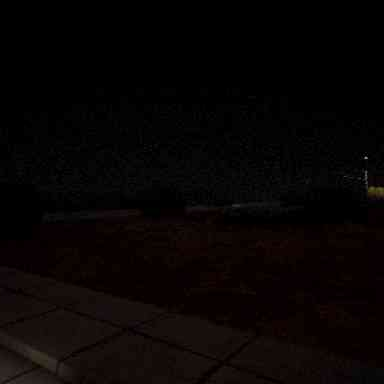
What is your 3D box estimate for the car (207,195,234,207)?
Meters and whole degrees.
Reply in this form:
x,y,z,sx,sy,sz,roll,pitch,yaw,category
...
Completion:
x,y,z,sx,sy,sz,roll,pitch,yaw,category
4.248,1.263,49.109,2.097,1.767,4.553,0,0,39,car
